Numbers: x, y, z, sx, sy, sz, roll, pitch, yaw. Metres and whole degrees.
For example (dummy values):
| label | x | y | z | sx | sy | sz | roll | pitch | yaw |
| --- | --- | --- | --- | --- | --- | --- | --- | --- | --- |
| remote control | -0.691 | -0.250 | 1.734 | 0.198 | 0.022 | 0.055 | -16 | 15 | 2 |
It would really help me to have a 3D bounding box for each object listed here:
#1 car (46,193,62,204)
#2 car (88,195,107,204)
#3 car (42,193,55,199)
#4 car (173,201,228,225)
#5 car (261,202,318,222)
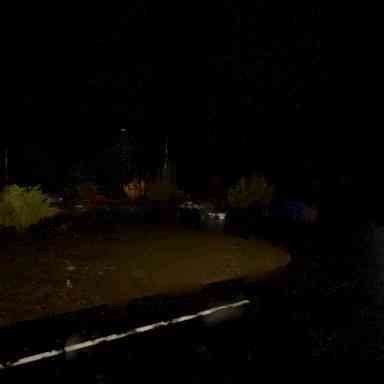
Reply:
| label | x | y | z | sx | sy | sz | roll | pitch | yaw |
| --- | --- | --- | --- | --- | --- | --- | --- | --- | --- |
| car | -23.152 | 1.096 | 55.329 | 2.097 | 1.767 | 4.553 | 0 | 0 | -36 |
| car | -16.556 | 1.230 | 58.119 | 1.882 | 1.535 | 5.008 | 0 | 0 | -37 |
| car | -36.178 | 1.025 | 83.967 | 1.882 | 1.535 | 5.008 | 0 | 0 | -37 |
| car | 0.520 | 1.437 | 24.051 | 2.128 | 1.511 | 4.902 | 0 | 0 | -37 |
| car | 7.607 | 1.478 | 26.288 | 1.812 | 1.442 | 4.674 | 0 | 0 | -37 |
